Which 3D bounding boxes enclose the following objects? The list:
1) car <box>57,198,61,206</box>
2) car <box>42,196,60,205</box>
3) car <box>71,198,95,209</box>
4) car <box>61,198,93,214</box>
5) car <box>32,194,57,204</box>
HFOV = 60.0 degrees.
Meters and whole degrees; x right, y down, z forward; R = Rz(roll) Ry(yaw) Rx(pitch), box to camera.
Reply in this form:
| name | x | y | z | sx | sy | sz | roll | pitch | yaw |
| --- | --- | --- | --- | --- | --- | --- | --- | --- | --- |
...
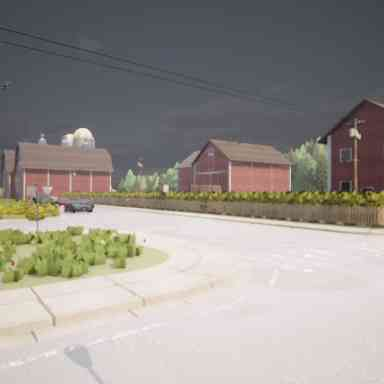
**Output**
| name | x | y | z | sx | sy | sz | roll | pitch | yaw |
| --- | --- | --- | --- | --- | --- | --- | --- | --- | --- |
| car | -20.782 | 1.571 | 53.547 | 1.994 | 1.385 | 4.181 | 0 | 0 | -36 |
| car | -25.400 | 1.484 | 59.944 | 1.882 | 1.535 | 5.008 | 0 | 0 | -36 |
| car | -15.083 | 1.571 | 45.741 | 1.994 | 1.385 | 4.181 | 0 | 0 | -35 |
| car | -12.093 | 1.568 | 35.361 | 1.994 | 1.385 | 4.181 | 0 | 0 | -36 |
| car | -22.363 | 1.248 | 49.757 | 2.150 | 2.045 | 5.566 | 0 | 0 | -36 |
